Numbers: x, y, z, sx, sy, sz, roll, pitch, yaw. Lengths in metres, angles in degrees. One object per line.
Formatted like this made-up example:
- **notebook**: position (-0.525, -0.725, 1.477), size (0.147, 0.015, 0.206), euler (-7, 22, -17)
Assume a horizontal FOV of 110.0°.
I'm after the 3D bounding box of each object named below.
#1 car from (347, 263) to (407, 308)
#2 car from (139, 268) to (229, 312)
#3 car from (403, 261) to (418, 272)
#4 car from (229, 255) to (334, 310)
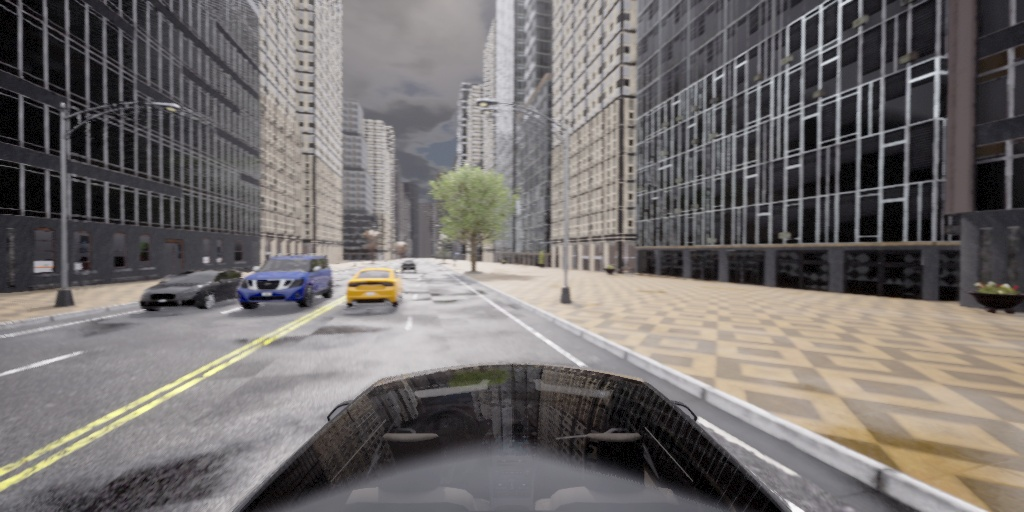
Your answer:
- **car**: position (-5.815, 1.253, 15.649), size (1.882, 1.535, 5.008), euler (0, 0, -14)
- **car**: position (-12.428, 1.274, 14.521), size (1.837, 1.490, 4.892), euler (0, 0, -14)
- **car**: position (-13.369, 1.342, 46.694), size (1.837, 1.490, 4.892), euler (0, 0, -14)
- **car**: position (-9.277, 0.993, 15.310), size (2.150, 2.045, 5.566), euler (0, 0, -14)
